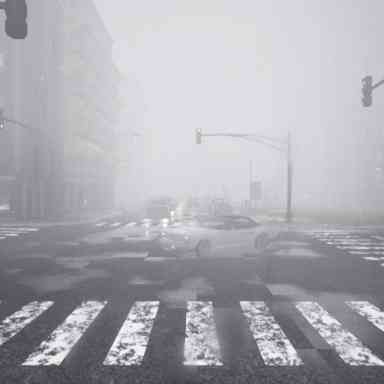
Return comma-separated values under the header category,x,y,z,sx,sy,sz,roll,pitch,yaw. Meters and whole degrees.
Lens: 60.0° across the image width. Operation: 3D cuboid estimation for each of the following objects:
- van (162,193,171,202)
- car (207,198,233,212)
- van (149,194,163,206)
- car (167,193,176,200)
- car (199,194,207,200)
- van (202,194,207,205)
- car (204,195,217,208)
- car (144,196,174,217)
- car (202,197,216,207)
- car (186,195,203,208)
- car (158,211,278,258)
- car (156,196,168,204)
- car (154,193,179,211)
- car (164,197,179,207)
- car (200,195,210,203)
category,x,y,z,sx,sy,sz,roll,pitch,yaw
van,-5.666,1.242,75.127,1.690,1.788,3.998,-1,0,0
car,2.662,1.522,29.987,1.887,1.381,4.507,-1,0,0
van,-5.677,1.286,52.541,1.690,1.788,3.998,-1,0,0
car,-5.657,1.173,92.065,2.192,1.841,5.009,-1,0,0
car,2.725,1.313,86.445,1.967,1.590,4.097,-1,0,0
van,2.668,1.295,46.924,1.690,1.788,3.998,-1,0,0
car,2.663,1.410,35.632,1.967,1.590,4.097,-1,0,0
car,-3.079,1.453,31.217,1.882,1.535,5.008,0,0,0
car,2.673,1.490,52.570,1.887,1.381,4.507,-1,0,0
car,0.129,1.502,46.099,2.033,1.411,5.357,0,0,0
car,1.096,1.594,12.819,4.718,1.301,1.895,0,0,-37
car,-5.669,1.470,63.833,1.887,1.381,4.507,-1,0,0
car,-3.069,1.315,40.532,2.097,1.767,4.553,0,0,0
car,-3.053,1.513,50.497,1.994,1.385,4.181,0,0,0
car,2.686,1.353,69.507,1.967,1.590,4.097,-1,0,0
